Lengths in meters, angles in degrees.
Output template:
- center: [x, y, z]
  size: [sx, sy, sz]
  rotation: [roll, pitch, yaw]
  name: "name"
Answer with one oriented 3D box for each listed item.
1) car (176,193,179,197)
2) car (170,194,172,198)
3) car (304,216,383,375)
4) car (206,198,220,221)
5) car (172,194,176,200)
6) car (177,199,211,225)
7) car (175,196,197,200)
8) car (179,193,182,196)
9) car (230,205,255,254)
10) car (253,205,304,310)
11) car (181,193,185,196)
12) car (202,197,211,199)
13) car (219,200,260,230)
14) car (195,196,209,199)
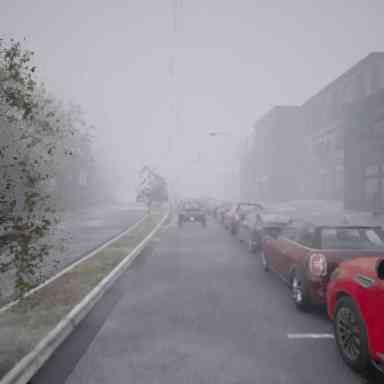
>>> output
- center: [-2.039, 1.458, 80.397]
  size: [1.946, 1.575, 5.366]
  rotation: [0, 0, -9]
  name: "car"
- center: [-3.991, 1.412, 91.179]
  size: [2.231, 1.521, 4.892]
  rotation: [0, 0, -11]
  name: "car"
- center: [3.050, 1.235, 2.540]
  size: [2.435, 2.045, 5.566]
  rotation: [0, 0, 0]
  name: "car"
- center: [2.758, 1.544, 30.429]
  size: [2.163, 1.488, 4.792]
  rotation: [0, 0, -2]
  name: "car"
- center: [-2.965, 1.188, 85.726]
  size: [2.435, 2.045, 5.566]
  rotation: [0, 0, -10]
  name: "car"
- center: [-0.044, 1.518, 24.137]
  size: [2.128, 1.511, 4.902]
  rotation: [0, 0, -1]
  name: "car"
- center: [-0.803, 1.593, 41.549]
  size: [1.994, 1.385, 4.181]
  rotation: [0, 0, -4]
  name: "car"
- center: [-1.191, 1.476, 74.897]
  size: [1.946, 1.575, 5.366]
  rotation: [0, 0, -8]
  name: "car"
- center: [3.050, 1.501, 13.597]
  size: [2.231, 1.521, 4.892]
  rotation: [0, 0, 0]
  name: "car"
- center: [3.050, 1.368, 8.026]
  size: [2.185, 1.767, 4.553]
  rotation: [0, 0, 0]
  name: "car"
- center: [-0.417, 1.492, 69.195]
  size: [2.097, 1.535, 5.008]
  rotation: [0, 0, -7]
  name: "car"
- center: [2.516, 1.556, 35.952]
  size: [2.002, 1.452, 4.674]
  rotation: [0, 0, -3]
  name: "car"
- center: [3.051, 1.381, 19.125]
  size: [2.185, 1.767, 4.553]
  rotation: [1, 0, 0]
  name: "car"
- center: [1.832, 1.389, 47.034]
  size: [2.185, 1.767, 4.553]
  rotation: [0, 0, -4]
  name: "car"
